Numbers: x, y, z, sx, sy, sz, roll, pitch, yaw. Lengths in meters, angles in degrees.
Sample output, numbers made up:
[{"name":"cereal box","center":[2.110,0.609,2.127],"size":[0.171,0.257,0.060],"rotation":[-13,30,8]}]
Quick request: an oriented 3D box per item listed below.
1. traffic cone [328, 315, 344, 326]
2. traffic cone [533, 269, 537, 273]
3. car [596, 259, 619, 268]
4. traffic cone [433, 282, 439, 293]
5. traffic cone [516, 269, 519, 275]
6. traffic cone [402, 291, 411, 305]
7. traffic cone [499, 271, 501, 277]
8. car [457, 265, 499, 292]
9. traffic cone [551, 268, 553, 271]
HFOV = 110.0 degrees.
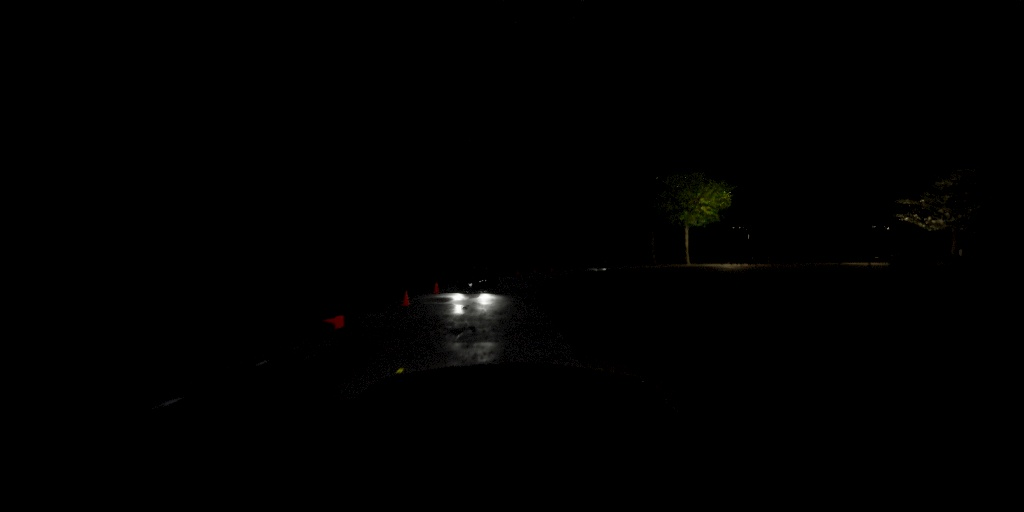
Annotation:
[{"name":"traffic cone","center":[-4.858,1.566,10.124],"size":[0.340,0.580,0.340],"rotation":[0,0,15]},{"name":"traffic cone","center":[2.883,1.794,45.045],"size":[0.340,0.580,0.340],"rotation":[0,0,28]},{"name":"car","center":[16.207,1.283,60.720],"size":[5.008,1.535,1.882],"rotation":[0,0,-43]},{"name":"traffic cone","center":[-4.267,1.764,20.214],"size":[0.340,0.580,0.340],"rotation":[0,0,4]},{"name":"traffic cone","center":[0.640,1.793,40.350],"size":[0.340,0.580,0.340],"rotation":[0,0,23]},{"name":"traffic cone","center":[-4.437,1.751,15.033],"size":[0.340,0.580,0.340],"rotation":[0,0,0]},{"name":"traffic cone","center":[-1.207,1.789,35.485],"size":[0.340,0.580,0.340],"rotation":[0,0,18]},{"name":"car","center":[-1.993,1.313,21.947],"size":[1.837,1.490,4.892],"rotation":[-1,0,7]},{"name":"traffic cone","center":[5.505,1.792,49.539],"size":[0.340,0.580,0.340],"rotation":[0,0,33]}]
